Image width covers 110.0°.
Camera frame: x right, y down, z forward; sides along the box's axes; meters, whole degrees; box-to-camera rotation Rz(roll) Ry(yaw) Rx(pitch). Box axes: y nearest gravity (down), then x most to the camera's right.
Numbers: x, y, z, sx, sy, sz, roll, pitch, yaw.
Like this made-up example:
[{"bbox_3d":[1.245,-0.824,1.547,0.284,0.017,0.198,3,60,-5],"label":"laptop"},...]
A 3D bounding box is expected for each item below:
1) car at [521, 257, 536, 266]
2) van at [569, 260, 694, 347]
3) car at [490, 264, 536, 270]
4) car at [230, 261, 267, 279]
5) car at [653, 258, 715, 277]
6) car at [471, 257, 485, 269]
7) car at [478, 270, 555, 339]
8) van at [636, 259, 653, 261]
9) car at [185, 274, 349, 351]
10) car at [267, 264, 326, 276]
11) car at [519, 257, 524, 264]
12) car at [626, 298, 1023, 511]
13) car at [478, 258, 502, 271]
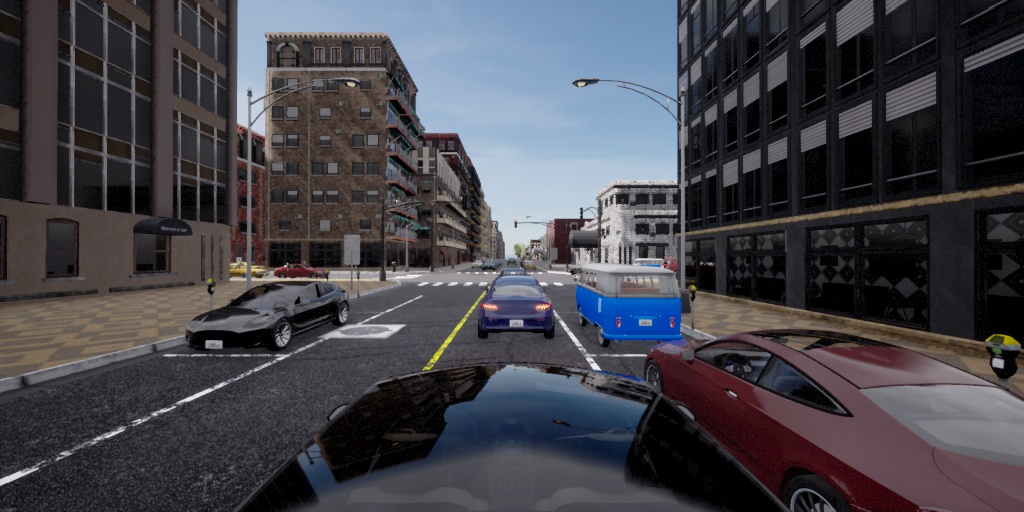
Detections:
[{"bbox_3d":[2.684,1.311,53.956,1.751,1.417,4.829,0,0,0],"label":"car"},{"bbox_3d":[2.656,1.092,9.000,1.690,1.789,3.998,0,0,0],"label":"van"},{"bbox_3d":[0.090,1.318,18.451,1.994,1.385,4.181,0,0,0],"label":"car"},{"bbox_3d":[-22.963,1.216,29.791,4.829,1.417,1.751,0,0,0],"label":"car"},{"bbox_3d":[14.916,1.108,29.886,5.009,1.841,2.192,0,0,0],"label":"car"},{"bbox_3d":[-5.697,1.318,59.153,1.751,1.417,4.829,0,0,0],"label":"car"},{"bbox_3d":[0.100,1.277,10.000,1.812,1.442,4.674,0,0,0],"label":"car"},{"bbox_3d":[14.893,1.175,38.266,3.998,1.789,1.690,0,0,0],"label":"van"},{"bbox_3d":[-5.691,1.317,9.025,1.948,1.339,4.313,0,0,0],"label":"car"},{"bbox_3d":[-17.470,1.284,29.805,4.207,1.307,1.802,0,0,0],"label":"car"},{"bbox_3d":[2.683,1.382,64.865,1.802,1.307,4.207,0,0,0],"label":"car"},{"bbox_3d":[2.657,1.332,3.311,1.802,1.307,4.207,0,0,0],"label":"car"},{"bbox_3d":[-3.067,1.329,50.632,2.033,1.411,5.357,0,0,3],"label":"car"}]
